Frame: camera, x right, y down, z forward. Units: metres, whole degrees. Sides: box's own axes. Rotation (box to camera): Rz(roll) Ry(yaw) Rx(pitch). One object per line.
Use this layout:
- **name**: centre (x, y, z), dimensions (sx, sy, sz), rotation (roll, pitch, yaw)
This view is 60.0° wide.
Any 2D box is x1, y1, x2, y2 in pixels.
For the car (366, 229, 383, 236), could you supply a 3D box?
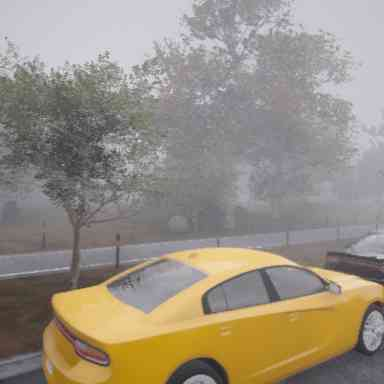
- **car**: centre (5.224, 1.601, 7.781), dimensions (5.008, 1.535, 2.097), rotation (1, 0, -33)

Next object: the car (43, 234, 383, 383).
- **car**: centre (0.708, 1.524, 4.559), dimensions (5.008, 1.535, 2.097), rotation (0, 0, -33)
